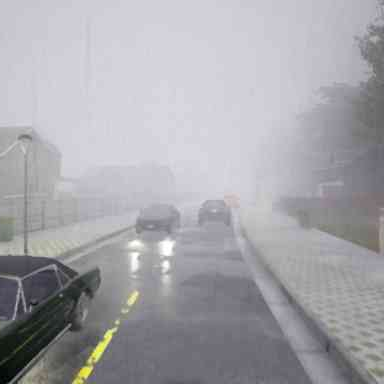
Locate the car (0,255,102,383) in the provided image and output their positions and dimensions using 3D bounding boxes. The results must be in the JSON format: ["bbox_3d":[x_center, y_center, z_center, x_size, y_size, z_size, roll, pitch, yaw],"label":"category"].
[{"bbox_3d":[-2.707,1.587,4.081,1.895,1.301,4.718,0,0,2],"label":"car"}]

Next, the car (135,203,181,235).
[{"bbox_3d":[-1.789,1.411,18.815,1.882,1.535,5.008,0,0,6],"label":"car"}]

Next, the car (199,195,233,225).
[{"bbox_3d":[1.696,1.281,23.659,2.097,1.767,4.553,0,0,7],"label":"car"}]

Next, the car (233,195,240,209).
[{"bbox_3d":[4.938,1.167,42.228,2.097,1.767,4.553,1,1,12],"label":"car"}]
